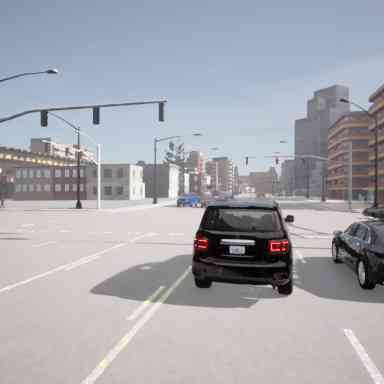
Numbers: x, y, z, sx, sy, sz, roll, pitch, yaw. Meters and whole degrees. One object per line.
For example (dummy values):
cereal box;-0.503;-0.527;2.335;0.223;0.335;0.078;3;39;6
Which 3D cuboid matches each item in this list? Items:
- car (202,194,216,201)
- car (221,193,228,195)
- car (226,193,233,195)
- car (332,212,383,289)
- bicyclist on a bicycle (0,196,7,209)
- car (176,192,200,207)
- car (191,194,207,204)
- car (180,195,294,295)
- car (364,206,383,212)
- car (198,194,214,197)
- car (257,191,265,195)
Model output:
car;3.456;1.075;68.235;2.033;1.411;5.357;0;1;12
car;4.293;1.349;55.164;1.895;1.301;4.718;0;1;12
car;6.344;1.078;65.018;1.837;1.490;4.892;0;1;12
car;5.118;1.505;8.945;1.837;1.490;4.892;0;0;11
bicyclist on a bicycle;-23.742;1.303;41.537;0.582;1.620;1.656;0;0;10
car;-0.639;1.079;48.503;2.150;2.045;5.566;0;1;12
car;1.295;1.217;57.975;1.837;1.490;4.892;0;1;11
car;1.558;1.221;9.073;2.150;2.045;5.566;0;0;15
car;16.915;1.540;26.967;5.357;1.411;2.033;0;0;15
car;2.436;1.381;46.090;1.837;1.490;4.892;0;1;12
car;17.620;0.559;85.140;2.097;1.767;4.553;0;1;11
